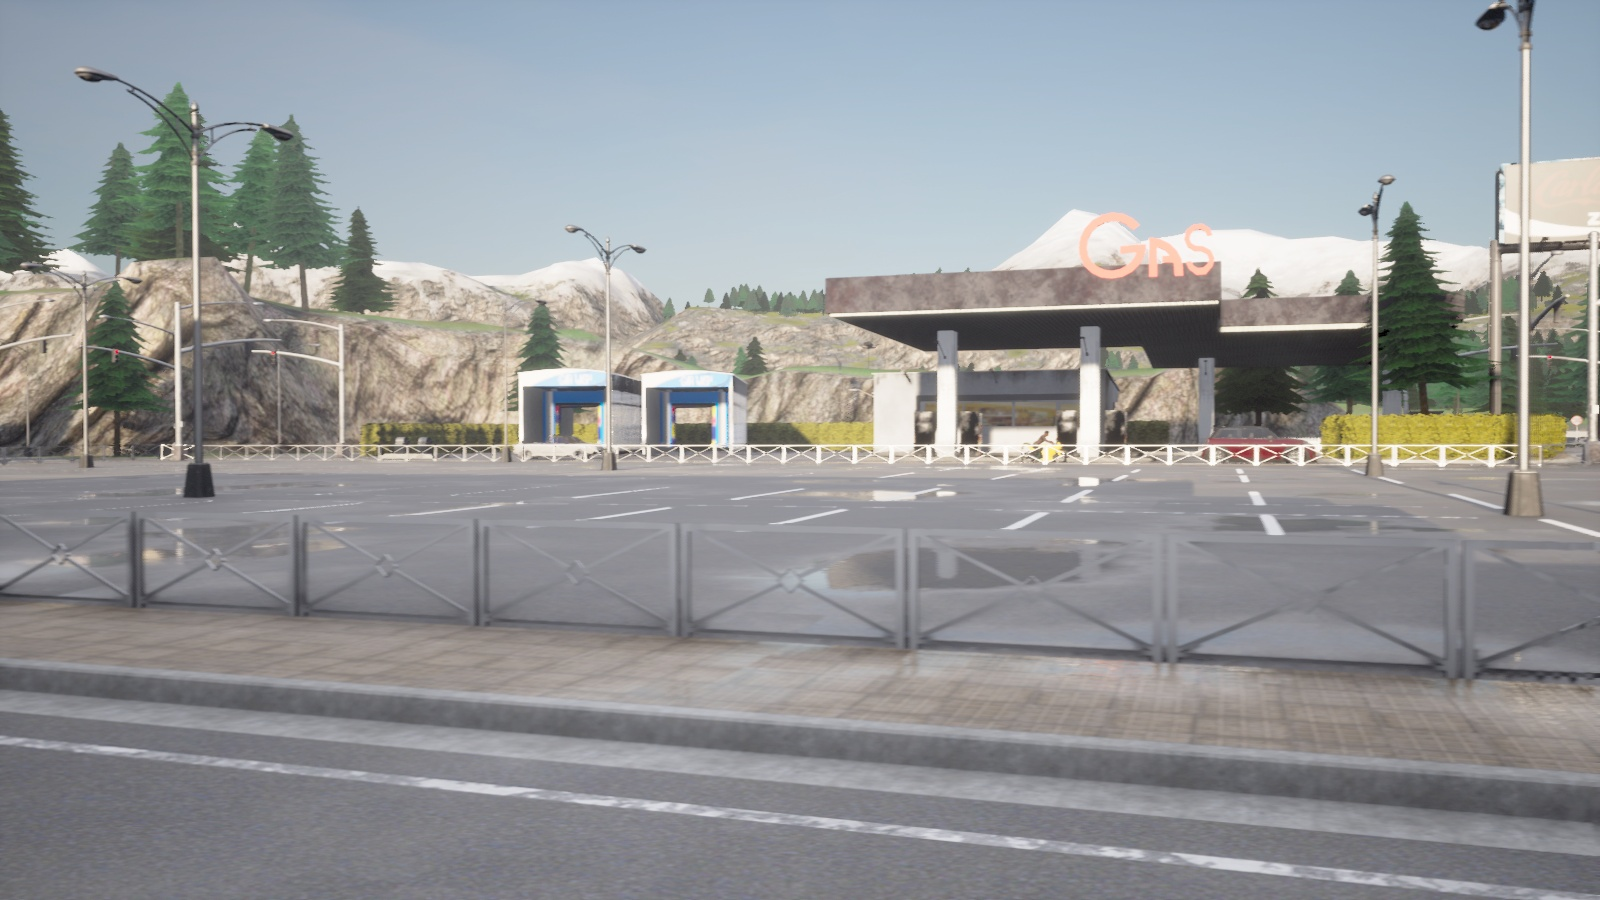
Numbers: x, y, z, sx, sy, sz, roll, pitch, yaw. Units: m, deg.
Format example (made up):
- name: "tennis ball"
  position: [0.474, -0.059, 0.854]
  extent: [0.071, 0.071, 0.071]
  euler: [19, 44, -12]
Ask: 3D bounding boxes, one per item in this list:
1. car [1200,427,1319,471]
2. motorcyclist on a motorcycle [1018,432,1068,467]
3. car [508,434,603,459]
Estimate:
- name: "car"
  position: [19.104, -0.066, 52.338]
  extent: [4.553, 1.767, 2.097]
  euler: [1, 1, 19]
- name: "motorcyclist on a motorcycle"
  position: [10.701, -0.020, 55.221]
  extent: [2.044, 1.523, 0.797]
  euler: [1, 1, 19]
- name: "car"
  position: [-13.347, -0.208, 68.684]
  extent: [4.718, 1.301, 1.895]
  euler: [0, 1, 4]
